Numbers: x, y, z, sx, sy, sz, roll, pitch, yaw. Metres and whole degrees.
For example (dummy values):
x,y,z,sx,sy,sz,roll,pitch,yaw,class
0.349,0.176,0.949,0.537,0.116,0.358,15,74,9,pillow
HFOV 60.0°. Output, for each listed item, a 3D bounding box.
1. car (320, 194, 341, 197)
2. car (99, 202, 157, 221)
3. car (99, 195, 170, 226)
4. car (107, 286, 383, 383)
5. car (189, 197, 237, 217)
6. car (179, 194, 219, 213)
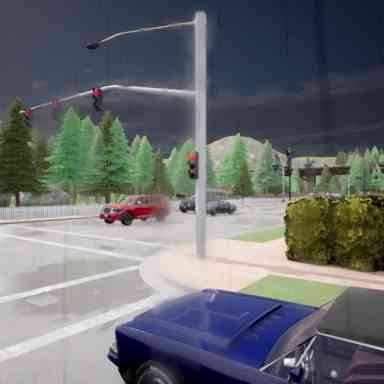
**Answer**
x,y,z,sx,sy,sz,roll,pitch,yaw,class
16.210,1.221,38.203,2.150,2.045,5.566,0,0,38,car
-5.348,1.600,28.182,1.895,1.301,4.718,0,0,38,car
-3.997,1.221,24.249,2.150,2.045,5.566,0,0,38,car
1.432,1.601,2.943,4.718,1.301,1.895,0,0,36,car
2.372,1.547,32.291,2.033,1.411,5.357,0,0,38,car
0.983,1.221,36.169,2.150,2.045,5.566,0,0,39,car
